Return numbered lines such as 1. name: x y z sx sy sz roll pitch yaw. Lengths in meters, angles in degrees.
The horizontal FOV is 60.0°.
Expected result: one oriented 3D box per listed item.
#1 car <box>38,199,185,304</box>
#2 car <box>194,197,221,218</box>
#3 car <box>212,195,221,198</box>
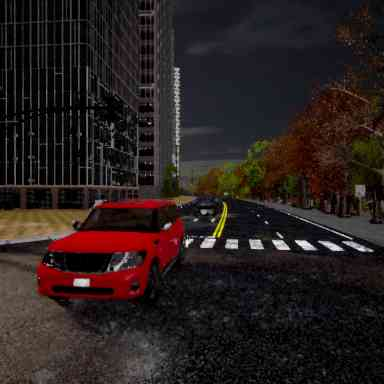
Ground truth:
1. car: -1.559 1.240 8.592 2.150 2.045 5.566 0 0 8
2. car: 1.280 1.503 30.470 2.128 1.511 4.902 0 0 7
3. car: 4.661 1.414 64.231 2.128 1.511 4.902 0 0 5
